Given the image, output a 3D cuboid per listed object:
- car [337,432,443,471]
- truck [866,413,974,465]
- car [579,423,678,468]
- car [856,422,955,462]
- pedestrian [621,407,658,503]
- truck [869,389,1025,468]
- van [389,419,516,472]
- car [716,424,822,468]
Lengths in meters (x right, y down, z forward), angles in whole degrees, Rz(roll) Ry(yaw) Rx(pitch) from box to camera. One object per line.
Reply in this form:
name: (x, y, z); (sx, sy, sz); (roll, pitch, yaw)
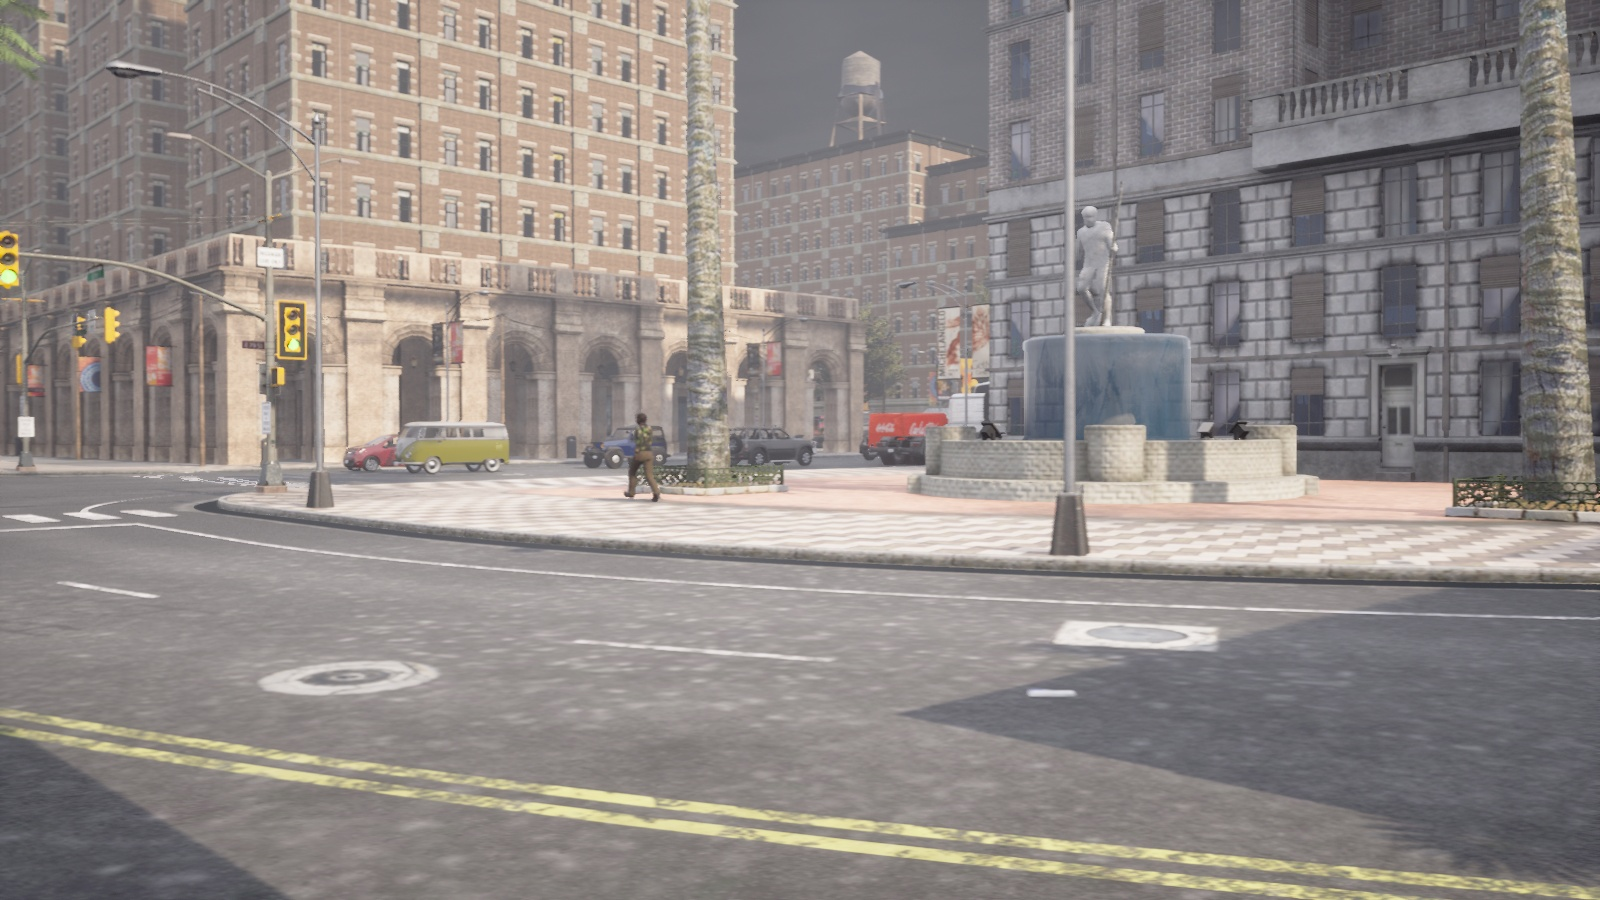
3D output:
car: (-16.558, 0.014, 50.810); (3.633, 1.501, 1.845); (-1, 1, -44)
truck: (6.046, -0.570, 62.799); (5.204, 2.467, 2.627); (-1, 1, -44)
car: (-7.437, -0.222, 54.688); (3.866, 1.878, 1.905); (-1, 1, -43)
car: (5.692, -0.433, 67.344); (5.566, 2.045, 2.150); (-1, 1, -44)
pedestrian: (-3.277, 0.089, 25.597); (0.395, 1.930, 0.692); (-1, 1, -45)
truck: (6.994, -1.003, 58.841); (7.936, 3.462, 2.891); (-1, 1, -44)
van: (-13.473, -0.204, 48.887); (4.442, 1.987, 1.775); (-1, 1, -43)
car: (-1.353, -0.191, 55.677); (4.605, 1.855, 1.932); (-1, 1, -44)
